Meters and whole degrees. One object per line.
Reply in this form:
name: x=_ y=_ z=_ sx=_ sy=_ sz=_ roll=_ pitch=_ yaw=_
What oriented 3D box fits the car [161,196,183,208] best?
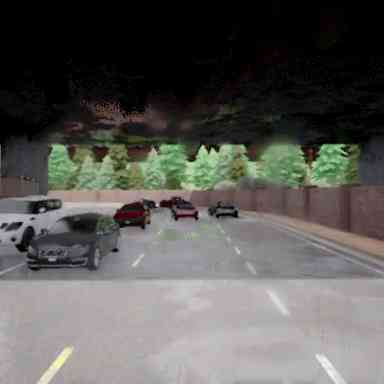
car: x=-2.647 y=1.308 z=43.556 sx=2.097 sy=1.767 sz=4.553 roll=0 pitch=0 yaw=-31

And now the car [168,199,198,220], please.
car: x=-0.658 y=1.536 z=27.854 sx=1.994 sy=1.385 sz=4.181 roll=0 pitch=0 yaw=-7

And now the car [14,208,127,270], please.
car: x=-3.633 y=1.495 z=11.049 sx=1.837 sy=1.490 sz=4.892 roll=0 pitch=0 yaw=0

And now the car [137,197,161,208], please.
car: x=-6.300 y=1.466 z=42.886 sx=1.837 sy=1.490 sz=4.892 roll=1 pitch=0 yaw=-32

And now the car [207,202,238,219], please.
car: x=2.630 y=1.533 z=29.246 sx=1.994 sy=1.385 sz=4.181 roll=0 pitch=0 yaw=-9

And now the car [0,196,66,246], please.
car: x=-7.127 y=1.211 z=14.152 sx=2.150 sy=2.045 sz=5.566 roll=0 pitch=0 yaw=0

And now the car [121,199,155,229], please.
car: x=-3.751 y=1.458 z=21.509 sx=1.882 sy=1.535 sz=5.008 roll=0 pitch=0 yaw=-2
